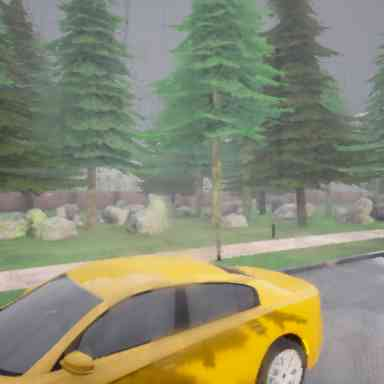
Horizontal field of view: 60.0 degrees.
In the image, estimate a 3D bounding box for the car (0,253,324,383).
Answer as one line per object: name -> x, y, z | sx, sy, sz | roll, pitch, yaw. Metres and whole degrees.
car -> -0.745, 1.479, 3.383 | 5.008, 1.535, 1.882 | 0, 0, -35
